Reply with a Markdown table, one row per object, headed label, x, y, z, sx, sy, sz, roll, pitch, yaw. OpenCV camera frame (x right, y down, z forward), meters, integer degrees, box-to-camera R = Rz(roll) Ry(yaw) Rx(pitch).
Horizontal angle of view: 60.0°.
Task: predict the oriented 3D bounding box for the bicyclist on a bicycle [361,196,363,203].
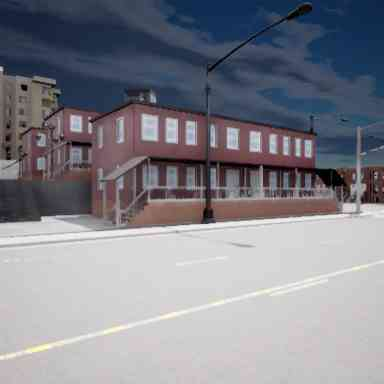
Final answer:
| label | x | y | z | sx | sy | sz | roll | pitch | yaw |
| --- | --- | --- | --- | --- | --- | --- | --- | --- | --- |
| bicyclist on a bicycle | 30.081 | 1.274 | 59.318 | 1.656 | 1.620 | 0.582 | 0 | 0 | -36 |
